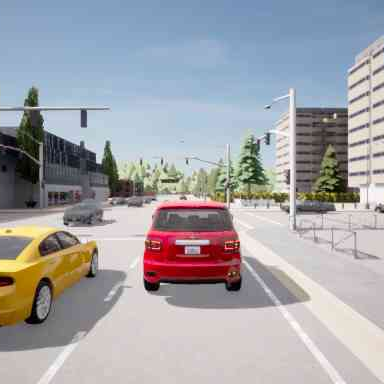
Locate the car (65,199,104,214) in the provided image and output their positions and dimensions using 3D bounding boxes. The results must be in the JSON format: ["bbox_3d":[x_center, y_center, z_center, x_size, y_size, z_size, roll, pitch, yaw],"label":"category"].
[{"bbox_3d":[-7.506,1.505,23.367,1.837,1.490,4.892,0,0,-2],"label":"car"}]

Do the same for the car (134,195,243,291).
[{"bbox_3d":[0.016,1.221,9.135,2.150,2.045,5.566,0,0,0],"label":"car"}]

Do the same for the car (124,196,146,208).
[{"bbox_3d":[-8.391,1.505,49.302,1.837,1.490,4.892,0,0,-2],"label":"car"}]

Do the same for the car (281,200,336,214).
[{"bbox_3d":[12.083,1.547,34.603,5.357,1.411,2.033,0,0,-2],"label":"car"}]

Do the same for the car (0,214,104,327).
[{"bbox_3d":[-3.478,1.478,7.147,1.882,1.535,5.008,0,0,0],"label":"car"}]

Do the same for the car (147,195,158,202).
[{"bbox_3d":[-9.035,1.523,76.091,2.033,1.411,5.357,0,0,-2],"label":"car"}]

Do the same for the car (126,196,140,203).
[{"bbox_3d":[-12.368,1.540,69.979,2.033,1.411,5.357,0,0,-2],"label":"car"}]

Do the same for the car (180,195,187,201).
[{"bbox_3d":[-2.338,1.524,87.216,1.812,1.442,4.674,0,0,-2],"label":"car"}]

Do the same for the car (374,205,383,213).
[{"bbox_3d":[22.166,1.547,34.908,5.357,1.411,2.033,0,0,-2],"label":"car"}]

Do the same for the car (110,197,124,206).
[{"bbox_3d":[-12.020,1.493,54.150,2.128,1.511,4.902,0,0,-1],"label":"car"}]

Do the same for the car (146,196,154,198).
[{"bbox_3d":[-8.674,1.491,60.654,2.128,1.511,4.902,0,0,-1],"label":"car"}]
